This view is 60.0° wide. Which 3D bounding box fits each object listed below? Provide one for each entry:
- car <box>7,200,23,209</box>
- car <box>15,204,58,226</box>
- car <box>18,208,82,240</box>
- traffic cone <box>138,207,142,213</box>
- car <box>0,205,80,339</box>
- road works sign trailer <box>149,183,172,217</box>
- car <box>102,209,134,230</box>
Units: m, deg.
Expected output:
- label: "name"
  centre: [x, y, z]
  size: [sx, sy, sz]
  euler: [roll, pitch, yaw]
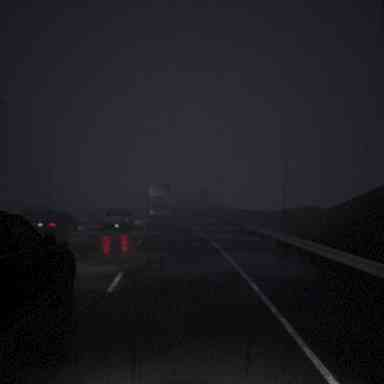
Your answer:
- label: "car"
  centre: [-32.580, 2.206, 61.305]
  size: [1.837, 1.490, 4.892]
  euler: [0, -1, -20]
- label: "car"
  centre: [-12.727, 1.792, 27.556]
  size: [1.882, 1.535, 5.008]
  euler: [0, -1, -9]
- label: "car"
  centre: [-8.097, 1.770, 19.624]
  size: [2.033, 1.411, 5.357]
  euler: [0, -1, -6]
- label: "traffic cone"
  centre: [-6.507, 2.416, 42.755]
  size: [0.340, 0.580, 0.340]
  euler: [0, -1, -13]
- label: "car"
  centre: [-3.565, 1.282, 4.999]
  size: [2.150, 2.045, 5.566]
  euler: [0, -1, -2]
- label: "road works sign trailer"
  centre: [-3.542, 0.852, 36.259]
  size: [2.380, 3.560, 2.880]
  euler: [0, -1, -13]
- label: "car"
  centre: [-5.016, 1.854, 23.147]
  size: [1.895, 1.301, 4.718]
  euler: [0, -1, -7]
